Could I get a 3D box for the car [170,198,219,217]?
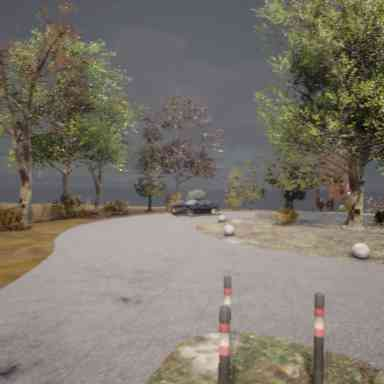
[{"bbox_3d":[0.300,1.317,29.201,5.008,1.535,1.882,0,0,-44],"label":"car"}]
